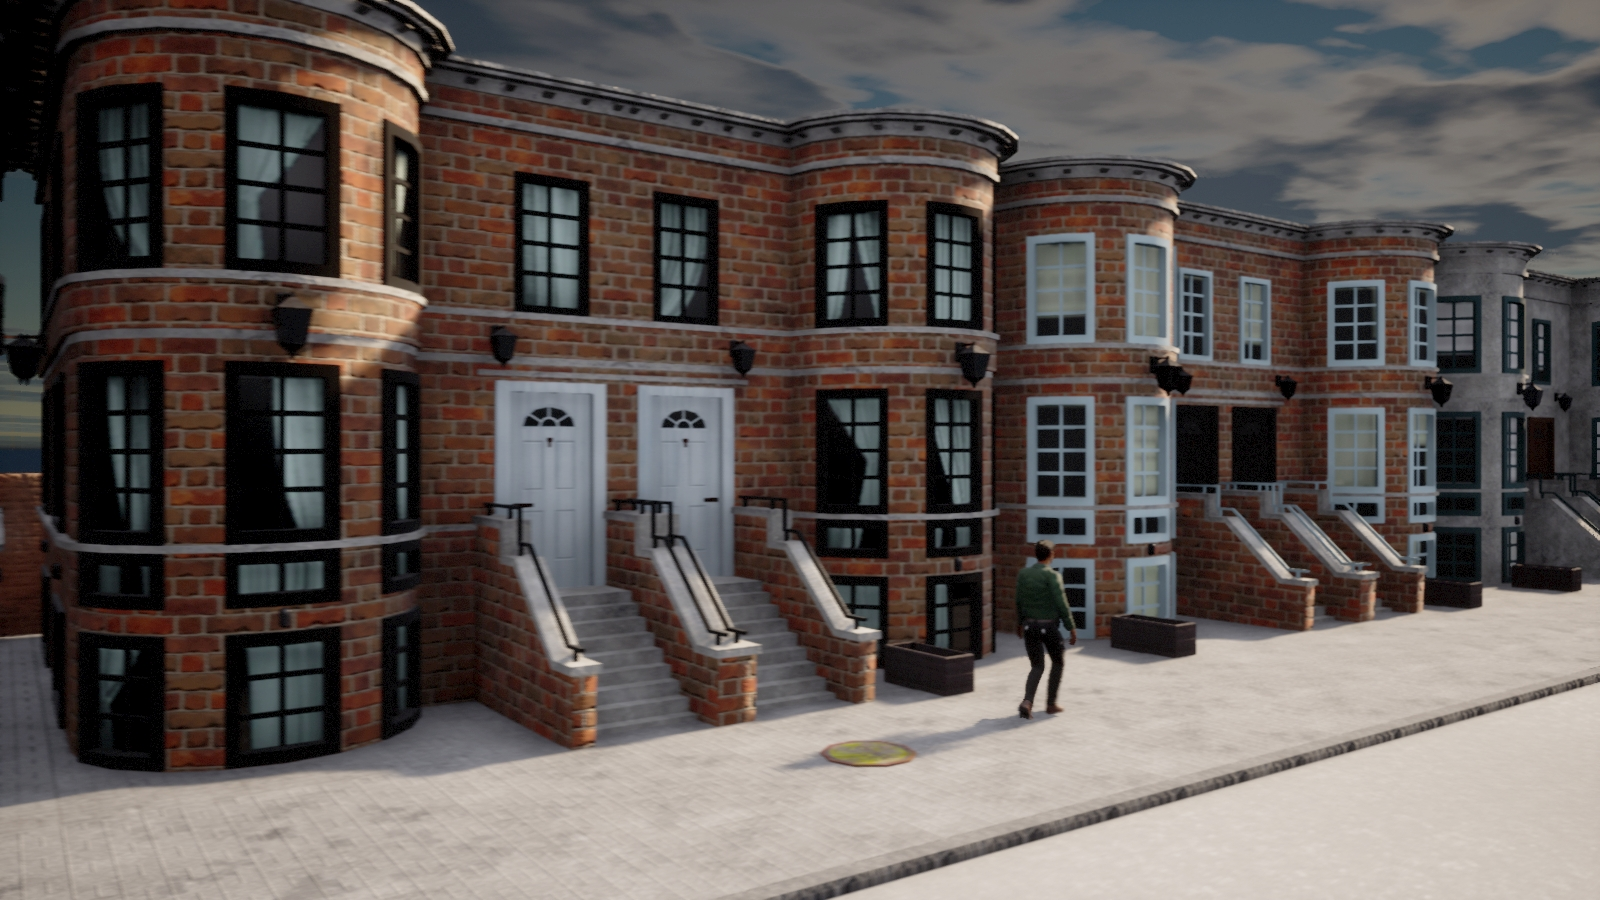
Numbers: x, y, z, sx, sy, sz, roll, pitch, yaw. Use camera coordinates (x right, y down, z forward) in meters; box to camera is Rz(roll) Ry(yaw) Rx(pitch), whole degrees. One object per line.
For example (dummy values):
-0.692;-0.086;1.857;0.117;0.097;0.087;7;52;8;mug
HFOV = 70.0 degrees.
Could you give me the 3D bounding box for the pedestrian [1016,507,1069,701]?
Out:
2.413;1.516;11.388;0.375;1.860;0.375;0;0;43;pedestrian
